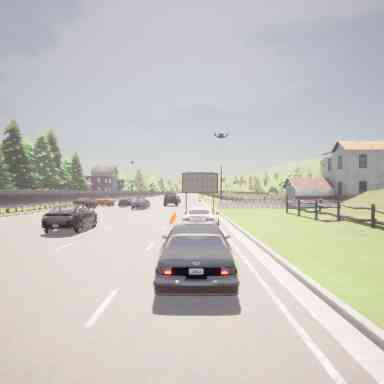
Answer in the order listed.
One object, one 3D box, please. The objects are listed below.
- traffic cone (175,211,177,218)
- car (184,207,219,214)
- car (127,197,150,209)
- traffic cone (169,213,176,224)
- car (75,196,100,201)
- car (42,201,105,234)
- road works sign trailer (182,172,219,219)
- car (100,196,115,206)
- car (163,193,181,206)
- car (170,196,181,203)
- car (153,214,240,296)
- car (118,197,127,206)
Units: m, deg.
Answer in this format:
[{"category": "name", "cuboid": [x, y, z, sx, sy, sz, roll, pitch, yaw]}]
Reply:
[{"category": "traffic cone", "cuboid": [-1.458, 1.955, 25.151, 0.340, 0.580, 0.340, 0, 0, 0]}, {"category": "car", "cuboid": [0.508, 1.539, 18.442, 1.812, 1.442, 4.674, 0, -1, 6]}, {"category": "car", "cuboid": [-6.855, 1.547, 44.764, 2.033, 1.411, 5.357, 0, 0, 2]}, {"category": "traffic cone", "cuboid": [-1.460, 1.955, 23.151, 0.340, 0.580, 0.340, 0, 0, 0]}, {"category": "car", "cuboid": [-13.849, 1.478, 43.106, 1.882, 1.535, 5.008, 0, 0, 0]}, {"category": "car", "cuboid": [-6.878, 1.490, 19.191, 2.128, 1.511, 4.902, 0, 0, 0]}, {"category": "road works sign trailer", "cuboid": [0.511, 0.464, 22.056, 2.380, 3.560, 2.880, 0, 0, -4]}, {"category": "car", "cuboid": [-13.839, 1.352, 53.104, 2.097, 1.767, 4.553, 0, 0, 0]}, {"category": "car", "cuboid": [-3.337, 1.221, 53.331, 2.150, 2.045, 5.566, 0, 0, 0]}, {"category": "car", "cuboid": [-3.319, 1.564, 68.547, 1.994, 1.385, 4.181, 0, 0, 0]}, {"category": "car", "cuboid": [0.108, 1.547, 8.795, 2.033, 1.411, 5.357, 0, 0, 1]}, {"category": "car", "cuboid": [-10.339, 1.525, 52.829, 1.812, 1.442, 4.674, 0, 0, 0]}]
